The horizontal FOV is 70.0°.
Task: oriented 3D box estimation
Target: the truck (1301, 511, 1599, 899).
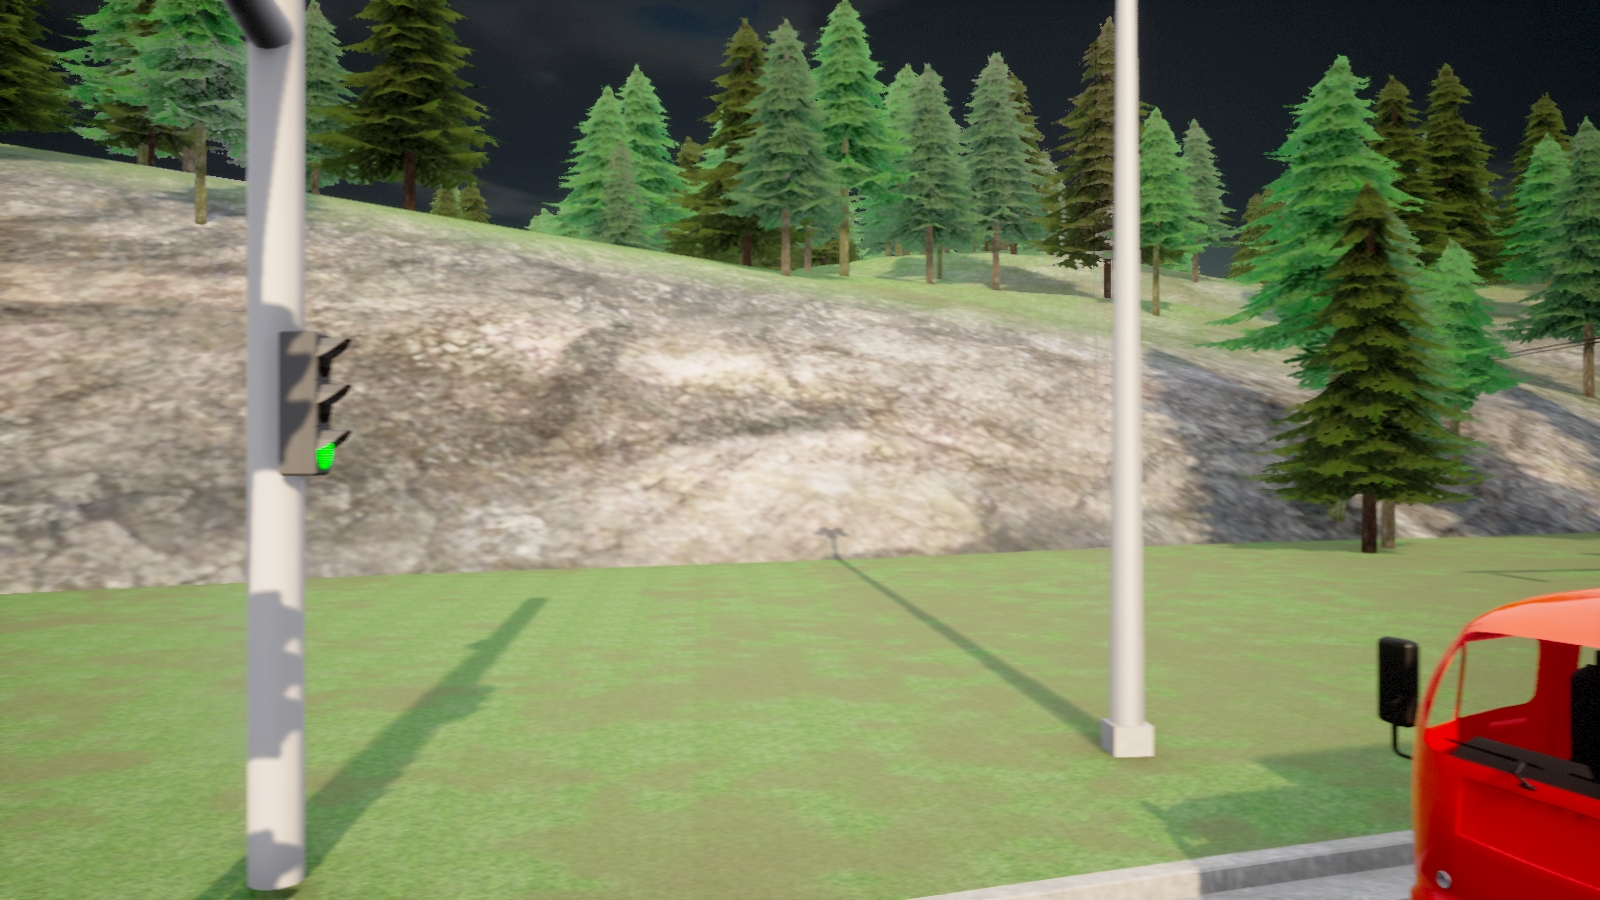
[{"bbox_3d":[5.342,1.564,5.151,5.204,2.467,2.627,0,0,-18],"label":"truck"}]
